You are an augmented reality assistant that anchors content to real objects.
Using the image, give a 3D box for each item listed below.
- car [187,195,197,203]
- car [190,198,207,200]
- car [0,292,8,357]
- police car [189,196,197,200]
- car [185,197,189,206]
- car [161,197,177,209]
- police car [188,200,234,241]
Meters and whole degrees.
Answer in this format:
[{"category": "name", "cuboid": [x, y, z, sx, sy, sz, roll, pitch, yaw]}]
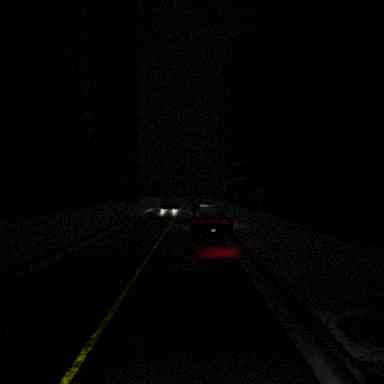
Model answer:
[{"category": "car", "cuboid": [0.030, 1.465, 68.125, 1.882, 1.535, 5.008, 0, 0, 0]}, {"category": "car", "cuboid": [0.913, 1.485, 26.542, 1.837, 1.490, 4.892, 0, 0, 0]}, {"category": "car", "cuboid": [-3.098, 1.490, 1.951, 2.128, 1.511, 4.902, 0, 0, 0]}, {"category": "police car", "cuboid": [0.915, 1.404, 32.652, 1.930, 1.638, 5.238, 0, 0, 0]}, {"category": "car", "cuboid": [0.024, 1.489, 53.123, 1.837, 1.490, 4.892, 0, 0, 0]}, {"category": "car", "cuboid": [-3.064, 1.459, 45.112, 1.882, 1.535, 5.008, 0, 0, 0]}, {"category": "police car", "cuboid": [0.908, 1.410, 16.651, 1.930, 1.638, 5.238, 0, 0, 0]}]
